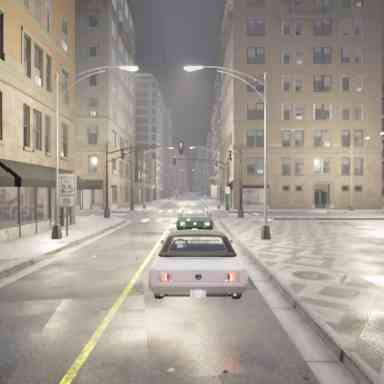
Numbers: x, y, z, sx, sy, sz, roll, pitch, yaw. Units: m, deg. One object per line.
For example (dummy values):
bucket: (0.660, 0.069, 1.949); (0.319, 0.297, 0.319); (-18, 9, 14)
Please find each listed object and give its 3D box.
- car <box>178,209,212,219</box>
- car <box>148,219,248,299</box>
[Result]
car: (0.146, 1.599, 18.625); (1.895, 1.301, 4.718); (0, 0, 0)
car: (0.121, 1.600, 8.390); (1.895, 1.301, 4.718); (0, 0, 0)
